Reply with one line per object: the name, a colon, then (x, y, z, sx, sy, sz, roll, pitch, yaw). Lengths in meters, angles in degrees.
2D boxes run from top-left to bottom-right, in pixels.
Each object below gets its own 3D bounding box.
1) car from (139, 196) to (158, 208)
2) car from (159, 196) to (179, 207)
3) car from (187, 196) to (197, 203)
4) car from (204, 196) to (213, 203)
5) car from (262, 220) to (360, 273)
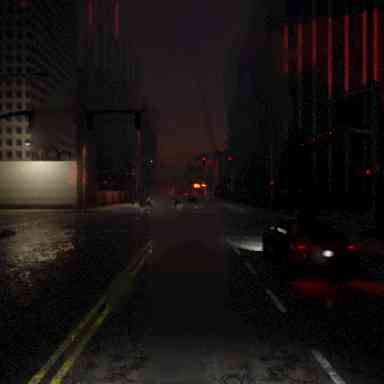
car: (-7.070, 1.630, 52.387, 2.128, 1.511, 4.902, 0, 0, 0)
car: (-3.572, 1.490, 52.271, 2.097, 1.767, 4.553, 0, 0, 0)
car: (-0.012, 1.586, 71.311, 2.033, 1.411, 5.357, 0, 0, 0)
car: (3.488, 1.571, 71.311, 1.812, 1.442, 4.674, 0, 0, 0)
car: (3.571, 1.591, 10.718, 1.994, 1.385, 4.181, 0, 0, 0)
